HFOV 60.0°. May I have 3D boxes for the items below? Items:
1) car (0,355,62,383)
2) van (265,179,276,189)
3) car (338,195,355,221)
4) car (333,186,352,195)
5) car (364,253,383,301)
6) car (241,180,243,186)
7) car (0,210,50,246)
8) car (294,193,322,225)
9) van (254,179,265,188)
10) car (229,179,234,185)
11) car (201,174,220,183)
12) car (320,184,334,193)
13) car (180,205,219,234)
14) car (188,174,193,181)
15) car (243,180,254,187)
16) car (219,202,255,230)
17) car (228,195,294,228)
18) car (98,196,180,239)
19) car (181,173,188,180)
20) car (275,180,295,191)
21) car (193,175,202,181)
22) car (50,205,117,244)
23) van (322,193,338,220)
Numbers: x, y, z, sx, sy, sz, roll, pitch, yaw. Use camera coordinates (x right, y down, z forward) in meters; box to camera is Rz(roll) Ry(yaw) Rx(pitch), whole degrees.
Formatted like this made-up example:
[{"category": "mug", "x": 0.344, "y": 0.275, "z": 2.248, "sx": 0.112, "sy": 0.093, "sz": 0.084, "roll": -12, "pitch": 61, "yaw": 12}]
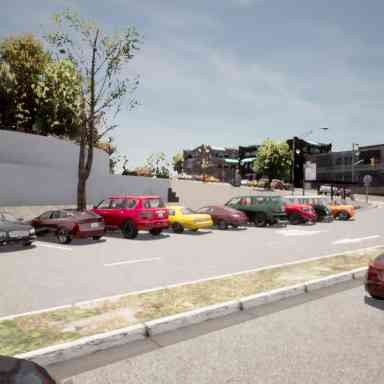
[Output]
[{"category": "car", "x": -2.854, "y": 1.504, "z": 1.097, "sx": 4.892, "sy": 1.490, "sz": 1.837, "roll": 0, "pitch": 0, "yaw": -35}, {"category": "van", "x": 17.338, "y": -1.490, "z": 68.628, "sx": 1.878, "sy": 1.987, "sz": 4.442, "roll": 7, "pitch": 4, "yaw": 35}, {"category": "car", "x": 11.099, "y": 1.404, "z": 27.917, "sx": 4.553, "sy": 1.767, "sz": 2.185, "roll": -1, "pitch": -1, "yaw": 35}, {"category": "car", "x": 25.996, "y": 0.137, "z": 56.406, "sx": 2.002, "sy": 1.452, "sz": 4.674, "roll": 7, "pitch": 3, "yaw": 35}, {"category": "car", "x": 5.588, "y": 1.574, "z": 7.121, "sx": 4.181, "sy": 1.385, "sz": 1.994, "roll": 0, "pitch": 0, "yaw": -34}, {"category": "car", "x": 12.205, "y": -2.043, "z": 76.153, "sx": 2.002, "sy": 1.452, "sz": 4.674, "roll": 7, "pitch": 4, "yaw": 35}, {"category": "car", "x": -8.583, "y": 1.493, "z": 14.092, "sx": 4.892, "sy": 1.521, "sz": 2.231, "roll": -1, "pitch": -1, "yaw": 35}, {"category": "car", "x": 6.151, "y": 1.267, "z": 24.498, "sx": 5.566, "sy": 2.045, "sz": 2.435, "roll": -1, "pitch": -1, "yaw": 35}, {"category": "van", "x": 15.609, "y": -1.763, "z": 71.100, "sx": 1.878, "sy": 1.987, "sz": 4.442, "roll": 7, "pitch": 4, "yaw": 35}, {"category": "car", "x": 10.463, "y": -2.316, "z": 78.615, "sx": 2.002, "sy": 1.452, "sz": 4.674, "roll": 7, "pitch": 3, "yaw": 35}, {"category": "car", "x": 5.359, "y": -3.175, "z": 86.127, "sx": 1.946, "sy": 1.575, "sz": 5.366, "roll": 7, "pitch": 3, "yaw": 34}, {"category": "car", "x": 24.306, "y": -0.425, "z": 58.879, "sx": 2.435, "sy": 2.045, "sz": 5.566, "roll": 7, "pitch": 3, "yaw": 35}, {"category": "car", "x": -1.398, "y": 1.503, "z": 19.409, "sx": 5.366, "sy": 1.575, "sz": 1.946, "roll": -1, "pitch": -1, "yaw": 35}, {"category": "car", "x": 1.715, "y": -3.849, "z": 90.853, "sx": 2.185, "sy": 1.767, "sz": 4.553, "roll": 6, "pitch": 3, "yaw": 34}, {"category": "car", "x": 14.036, "y": -1.811, "z": 73.832, "sx": 1.946, "sy": 1.575, "sz": 5.366, "roll": 7, "pitch": 3, "yaw": 35}, {"category": "car", "x": 1.209, "y": 1.549, "z": 21.036, "sx": 4.674, "sy": 1.452, "sz": 2.002, "roll": -1, "pitch": -1, "yaw": 35}, {"category": "car", "x": 3.637, "y": 1.263, "z": 22.793, "sx": 5.566, "sy": 2.045, "sz": 2.435, "roll": -1, "pitch": -1, "yaw": 35}, {"category": "car", "x": -3.718, "y": 1.248, "z": 17.582, "sx": 5.566, "sy": 2.045, "sz": 2.435, "roll": -1, "pitch": -1, "yaw": 35}, {"category": "car", "x": -0.014, "y": -4.084, "z": 93.323, "sx": 2.185, "sy": 1.767, "sz": 4.553, "roll": 4, "pitch": 1, "yaw": 33}, {"category": "car", "x": 19.097, "y": -0.992, "z": 66.266, "sx": 2.231, "sy": 1.521, "sz": 4.892, "roll": 7, "pitch": 3, "yaw": 35}, {"category": "car", "x": 3.509, "y": -3.698, "z": 88.386, "sx": 2.435, "sy": 2.045, "sz": 5.566, "roll": 7, "pitch": 3, "yaw": 34}, {"category": "car", "x": -6.163, "y": 1.524, "z": 15.838, "sx": 4.792, "sy": 1.488, "sz": 2.163, "roll": -1, "pitch": -1, "yaw": 35}, {"category": "van", "x": 8.690, "y": 1.297, "z": 26.167, "sx": 4.442, "sy": 1.987, "sz": 1.878, "roll": -1, "pitch": -1, "yaw": 35}]
